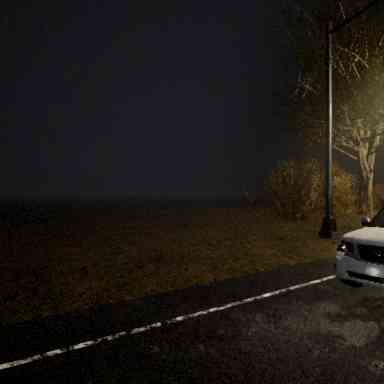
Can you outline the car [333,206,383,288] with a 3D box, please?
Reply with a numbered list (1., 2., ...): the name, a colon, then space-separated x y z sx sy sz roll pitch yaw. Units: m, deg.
1. car: 5.783 1.216 8.177 5.566 2.045 2.150 0 0 -37
